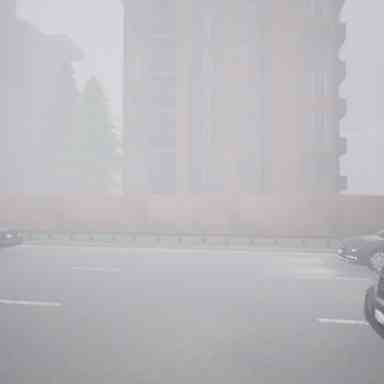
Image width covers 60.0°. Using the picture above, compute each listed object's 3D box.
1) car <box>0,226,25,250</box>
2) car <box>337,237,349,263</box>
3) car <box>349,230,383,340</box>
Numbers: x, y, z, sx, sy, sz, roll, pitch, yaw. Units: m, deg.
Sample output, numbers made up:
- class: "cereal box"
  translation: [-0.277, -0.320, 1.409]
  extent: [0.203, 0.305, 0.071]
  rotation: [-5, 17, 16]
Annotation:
- class: "car"
  translation: [-9.732, 1.794, 13.613]
  extent: [5.357, 1.411, 2.033]
  rotation: [0, -1, 9]
- class: "car"
  translation: [7.360, 1.751, 10.830]
  extent: [4.892, 1.490, 1.837]
  rotation: [0, -1, 9]
- class: "car"
  translation: [5.274, 1.324, 4.085]
  extent: [5.566, 2.045, 2.150]
  rotation: [0, -1, 9]
